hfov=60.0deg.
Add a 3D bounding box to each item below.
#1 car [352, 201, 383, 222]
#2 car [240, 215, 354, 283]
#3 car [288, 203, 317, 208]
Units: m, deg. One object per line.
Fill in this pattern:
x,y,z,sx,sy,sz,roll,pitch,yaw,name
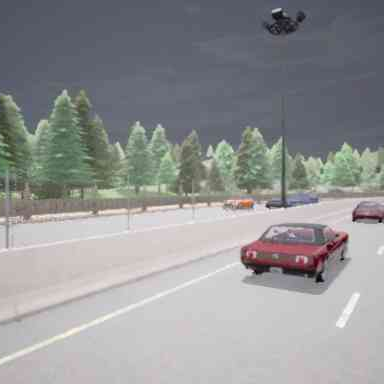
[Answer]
12.938,1.368,24.165,1.994,1.385,4.181,0,0,34,car
3.199,1.530,9.605,1.895,1.301,4.718,0,0,34,car
11.395,0.972,34.417,2.150,2.045,5.566,0,0,37,car
